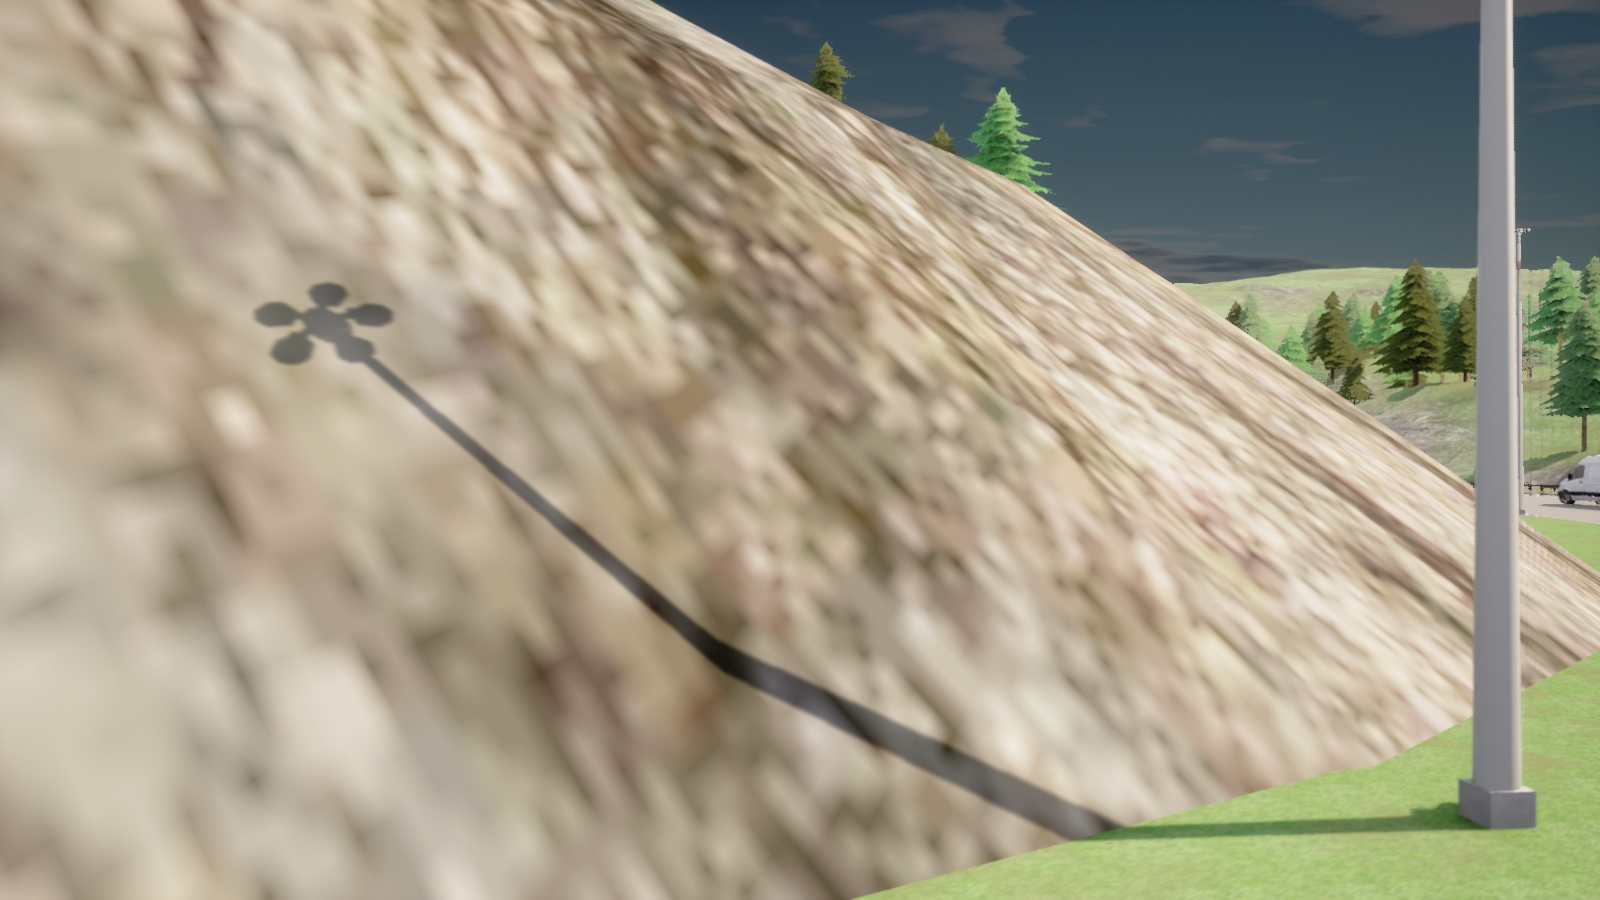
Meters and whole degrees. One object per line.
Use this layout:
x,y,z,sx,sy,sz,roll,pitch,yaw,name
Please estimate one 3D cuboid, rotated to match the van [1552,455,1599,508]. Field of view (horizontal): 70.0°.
39.918,1.535,56.181,1.988,2.561,5.915,1,0,0,van
